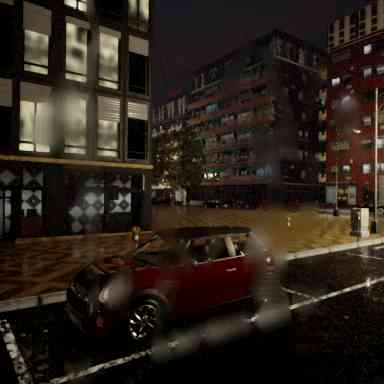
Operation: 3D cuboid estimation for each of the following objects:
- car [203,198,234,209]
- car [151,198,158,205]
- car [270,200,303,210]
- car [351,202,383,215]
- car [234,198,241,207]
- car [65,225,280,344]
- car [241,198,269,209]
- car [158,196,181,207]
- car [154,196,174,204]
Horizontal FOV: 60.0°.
[{"bbox_3d":[3.243,1.674,45.783,2.008,1.369,4.403,1,-1,-35],"label":"car"},{"bbox_3d":[-6.565,1.760,59.683,1.887,1.381,4.507,1,-1,-35],"label":"car"},{"bbox_3d":[13.362,1.802,45.976,1.802,1.307,4.206,1,-1,-35],"label":"car"},{"bbox_3d":[19.901,1.726,36.710,1.947,1.339,4.313,1,-1,-35],"label":"car"},{"bbox_3d":[6.824,1.721,55.244,1.967,1.590,4.097,1,-1,-35],"label":"car"},{"bbox_3d":[-0.237,1.441,6.372,4.097,1.590,1.967,0,1,-35],"label":"car"},{"bbox_3d":[10.093,1.795,50.610,1.887,1.381,4.507,1,-1,-35],"label":"car"},{"bbox_3d":[-3.296,1.729,55.050,1.887,1.381,4.507,1,-1,-35],"label":"car"},{"bbox_3d":[-6.253,1.720,73.779,2.192,1.841,5.009,1,-1,-35],"label":"car"}]
